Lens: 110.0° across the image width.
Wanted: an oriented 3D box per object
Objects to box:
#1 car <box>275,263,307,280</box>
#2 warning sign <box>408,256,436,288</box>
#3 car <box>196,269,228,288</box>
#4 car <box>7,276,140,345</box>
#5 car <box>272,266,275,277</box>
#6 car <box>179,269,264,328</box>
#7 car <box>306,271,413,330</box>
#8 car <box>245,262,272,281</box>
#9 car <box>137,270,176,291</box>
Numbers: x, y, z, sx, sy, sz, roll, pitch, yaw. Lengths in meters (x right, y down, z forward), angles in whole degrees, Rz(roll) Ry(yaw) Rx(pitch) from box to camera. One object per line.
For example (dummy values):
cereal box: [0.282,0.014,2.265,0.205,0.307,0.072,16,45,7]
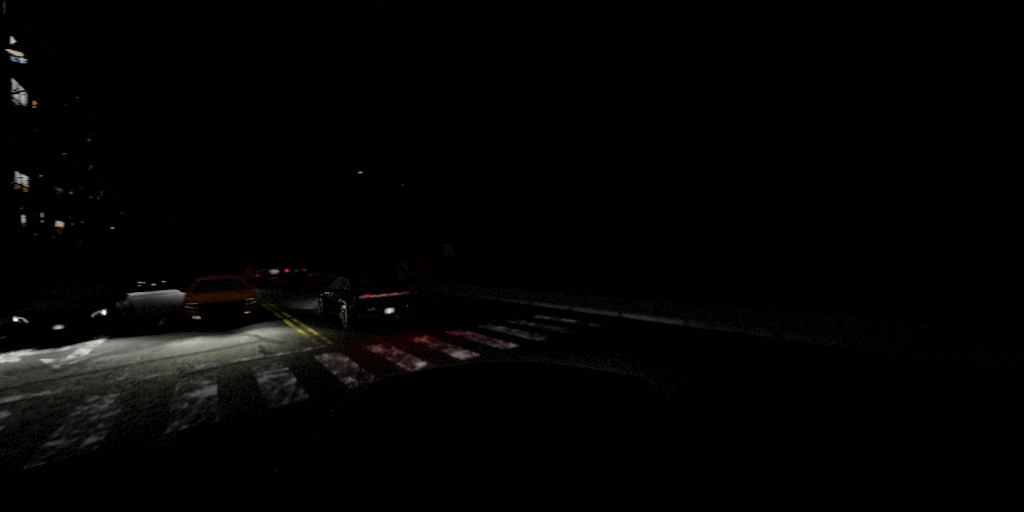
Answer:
car: [-23.385,1.531,38.177,2.097,1.767,4.553,-2,0,-40]
warning sign: [-5.145,0.911,21.200,1.300,1.860,1.060,0,0,-41]
car: [-25.478,1.864,30.446,1.895,1.301,4.718,-2,0,-40]
car: [-13.056,1.560,10.895,1.812,1.442,4.674,-2,0,-41]
car: [-29.930,1.909,45.766,1.895,1.301,4.718,-2,0,-40]
car: [-10.396,1.438,12.783,1.882,1.535,5.008,-2,0,-41]
car: [-4.922,1.319,11.704,2.128,1.511,4.902,-2,0,-40]
car: [-25.964,1.729,36.204,1.882,1.535,5.008,-2,0,-40]
car: [-27.333,1.826,27.609,1.837,1.490,4.892,-2,0,-40]
